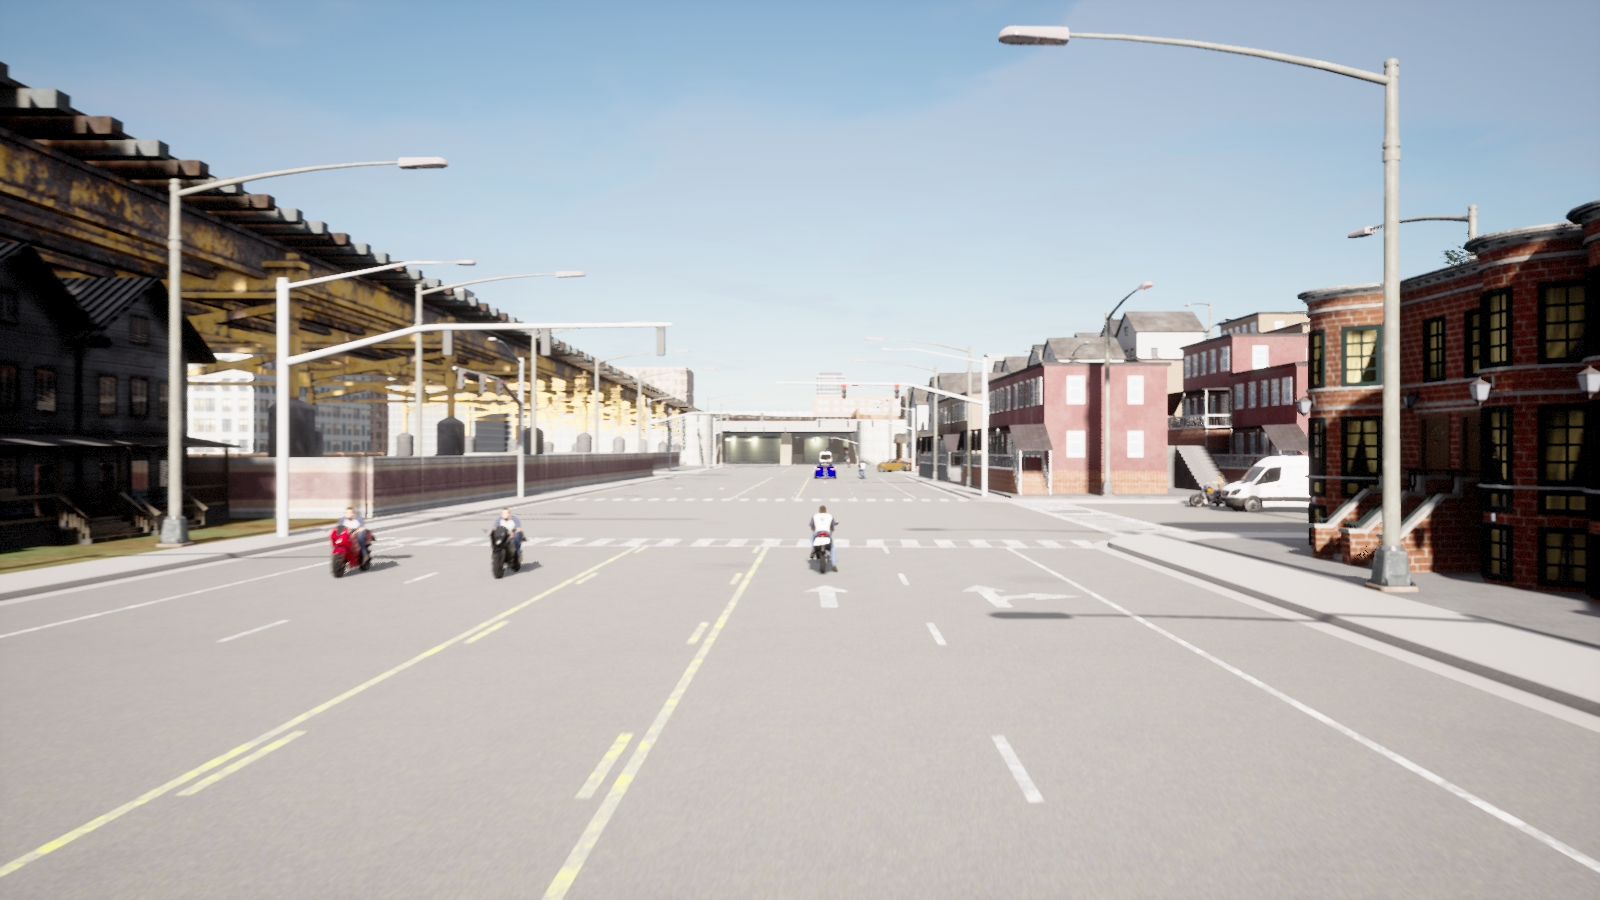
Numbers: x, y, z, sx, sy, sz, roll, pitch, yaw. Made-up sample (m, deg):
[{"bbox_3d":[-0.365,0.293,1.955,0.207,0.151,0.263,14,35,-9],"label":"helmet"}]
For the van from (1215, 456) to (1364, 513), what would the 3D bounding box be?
[{"bbox_3d":[22.192,1.541,51.923,5.915,2.561,1.988,0,0,1],"label":"van"}]

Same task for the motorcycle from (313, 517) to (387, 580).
[{"bbox_3d":[-9.998,2.169,25.450,0.803,1.224,2.033,0,0,1],"label":"motorcycle"}]

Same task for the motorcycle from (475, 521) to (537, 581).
[{"bbox_3d":[-6.500,2.210,25.353,0.803,1.145,2.033,0,0,1],"label":"motorcycle"}]

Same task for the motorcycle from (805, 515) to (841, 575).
[{"bbox_3d":[0.526,2.173,26.410,0.803,1.224,2.033,0,0,1],"label":"motorcycle"}]

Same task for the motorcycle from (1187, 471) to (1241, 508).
[{"bbox_3d":[20.082,1.912,55.475,2.356,1.802,0.764,0,0,1],"label":"motorcycle"}]
